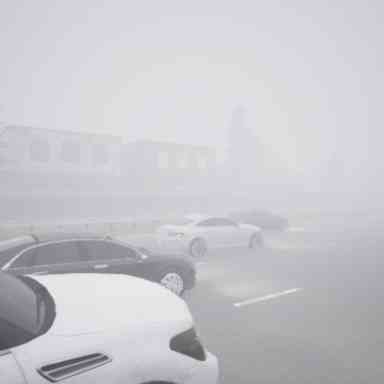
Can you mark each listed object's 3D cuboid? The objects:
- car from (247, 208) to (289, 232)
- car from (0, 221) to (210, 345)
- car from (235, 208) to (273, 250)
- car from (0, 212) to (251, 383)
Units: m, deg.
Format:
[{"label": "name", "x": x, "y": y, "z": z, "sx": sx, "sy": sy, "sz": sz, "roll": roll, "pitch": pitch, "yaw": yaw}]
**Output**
[{"label": "car", "x": 3.661, "y": 1.620, "z": 19.257, "sx": 4.181, "sy": 1.385, "sz": 1.994, "roll": 0, "pitch": 0, "yaw": -35}, {"label": "car", "x": -2.131, "y": 1.514, "z": 6.527, "sx": 4.892, "sy": 1.490, "sz": 1.837, "roll": 0, "pitch": 0, "yaw": -35}, {"label": "car", "x": 0.751, "y": 1.557, "z": 12.881, "sx": 4.674, "sy": 1.442, "sz": 1.812, "roll": 0, "pitch": 0, "yaw": -36}, {"label": "car", "x": -2.418, "y": 1.219, "z": 2.023, "sx": 5.566, "sy": 2.045, "sz": 2.150, "roll": 0, "pitch": 0, "yaw": -36}]
